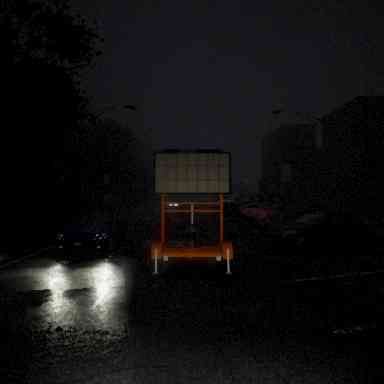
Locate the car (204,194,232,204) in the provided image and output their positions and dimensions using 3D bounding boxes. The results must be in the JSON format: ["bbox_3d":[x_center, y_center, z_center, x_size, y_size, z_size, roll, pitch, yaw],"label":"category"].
[{"bbox_3d":[5.549,1.391,70.877,5.566,2.045,2.435,1,0,-20],"label":"car"}]

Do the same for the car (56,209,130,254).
[{"bbox_3d":[-3.841,1.479,13.649,1.882,1.535,5.008,0,0,0],"label":"car"}]

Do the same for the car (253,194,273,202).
[{"bbox_3d":[18.548,1.463,86.843,2.435,2.045,5.566,0,0,-21],"label":"car"}]

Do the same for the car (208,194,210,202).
[{"bbox_3d":[5.528,1.447,52.837,4.553,1.767,2.185,1,0,-20],"label":"car"}]

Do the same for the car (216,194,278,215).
[{"bbox_3d":[5.373,1.252,28.788,5.566,2.045,2.435,1,0,-20],"label":"car"}]

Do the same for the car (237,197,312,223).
[{"bbox_3d":[5.375,1.366,19.812,4.553,1.767,2.185,1,0,-20],"label":"car"}]

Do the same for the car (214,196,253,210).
[{"bbox_3d":[5.425,1.414,43.819,4.553,1.767,2.185,1,0,-20],"label":"car"}]

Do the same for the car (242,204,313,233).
[{"bbox_3d":[5.304,1.518,16.792,4.792,1.488,2.163,1,0,-20],"label":"car"}]

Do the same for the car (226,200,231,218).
[{"bbox_3d":[5.365,1.538,25.810,4.674,1.452,2.002,1,0,-20],"label":"car"}]

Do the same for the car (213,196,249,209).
[{"bbox_3d":[5.439,1.424,46.820,4.553,1.767,2.185,1,0,-20],"label":"car"}]

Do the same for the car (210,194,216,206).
[{"bbox_3d":[5.405,1.271,37.805,5.566,2.045,2.435,1,0,-20],"label":"car"}]

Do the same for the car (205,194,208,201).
[{"bbox_3d":[5.347,1.613,64.784,5.366,1.575,1.946,1,0,-20],"label":"car"}]

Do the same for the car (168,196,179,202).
[{"bbox_3d":[-3.861,1.644,69.856,2.128,1.511,4.902,0,0,0],"label":"car"}]

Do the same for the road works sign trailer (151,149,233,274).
[{"bbox_3d":[0.009,0.465,10.529,2.380,3.560,2.880,0,0,0],"label":"road works sign trailer"}]

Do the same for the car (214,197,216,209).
[{"bbox_3d":[5.223,1.503,31.746,5.366,1.575,1.946,1,0,-20],"label":"car"}]

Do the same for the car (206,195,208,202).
[{"bbox_3d":[5.497,1.583,55.839,5.008,1.535,2.097,1,-1,-20],"label":"car"}]

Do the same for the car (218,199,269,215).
[{"bbox_3d":[5.384,1.545,34.803,4.792,1.488,2.163,1,0,-20],"label":"car"}]

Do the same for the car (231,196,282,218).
[{"bbox_3d":[5.388,1.369,22.813,4.553,1.767,2.185,1,0,-20],"label":"car"}]

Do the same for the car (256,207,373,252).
[{"bbox_3d":[5.325,1.528,13.800,4.674,1.452,2.002,1,0,-20],"label":"car"}]

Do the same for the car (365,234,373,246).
[{"bbox_3d":[5.314,1.487,4.800,4.892,1.521,2.231,1,0,-20],"label":"car"}]
